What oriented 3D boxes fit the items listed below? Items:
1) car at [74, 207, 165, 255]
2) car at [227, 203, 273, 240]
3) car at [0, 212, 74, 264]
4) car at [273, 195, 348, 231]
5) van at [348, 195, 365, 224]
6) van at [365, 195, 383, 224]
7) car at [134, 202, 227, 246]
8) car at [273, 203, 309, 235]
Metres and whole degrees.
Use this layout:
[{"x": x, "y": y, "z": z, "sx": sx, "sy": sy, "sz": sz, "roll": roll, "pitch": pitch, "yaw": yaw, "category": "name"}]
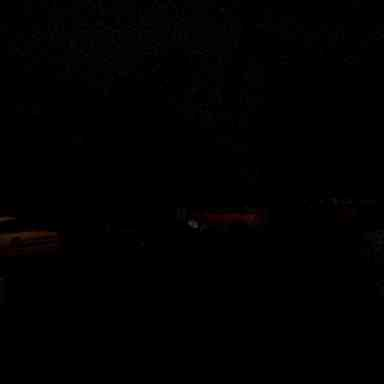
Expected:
[{"x": -3.734, "y": 1.522, "z": 13.352, "sx": 4.792, "sy": 1.488, "sz": 2.163, "roll": -1, "pitch": -1, "yaw": 34, "category": "car"}, {"x": 1.432, "y": 1.354, "z": 17.061, "sx": 4.553, "sy": 1.767, "sz": 2.185, "roll": -1, "pitch": 0, "yaw": 34, "category": "car"}, {"x": -6.672, "y": 1.499, "z": 11.484, "sx": 5.366, "sy": 1.575, "sz": 1.946, "roll": -1, "pitch": 0, "yaw": 34, "category": "car"}, {"x": 6.213, "y": 1.217, "z": 20.577, "sx": 5.566, "sy": 2.045, "sz": 2.435, "roll": -1, "pitch": 0, "yaw": 34, "category": "car"}, {"x": 8.752, "y": 1.234, "z": 22.238, "sx": 4.442, "sy": 1.987, "sz": 1.878, "roll": -1, "pitch": -1, "yaw": 34, "category": "van"}, {"x": 11.166, "y": 1.228, "z": 23.980, "sx": 4.442, "sy": 1.987, "sz": 1.878, "roll": -1, "pitch": -1, "yaw": 34, "category": "van"}, {"x": -1.032, "y": 1.361, "z": 15.365, "sx": 4.553, "sy": 1.767, "sz": 2.185, "roll": -1, "pitch": -1, "yaw": 34, "category": "car"}, {"x": 3.826, "y": 1.514, "z": 18.824, "sx": 4.674, "sy": 1.452, "sz": 2.002, "roll": -1, "pitch": -1, "yaw": 34, "category": "car"}]
